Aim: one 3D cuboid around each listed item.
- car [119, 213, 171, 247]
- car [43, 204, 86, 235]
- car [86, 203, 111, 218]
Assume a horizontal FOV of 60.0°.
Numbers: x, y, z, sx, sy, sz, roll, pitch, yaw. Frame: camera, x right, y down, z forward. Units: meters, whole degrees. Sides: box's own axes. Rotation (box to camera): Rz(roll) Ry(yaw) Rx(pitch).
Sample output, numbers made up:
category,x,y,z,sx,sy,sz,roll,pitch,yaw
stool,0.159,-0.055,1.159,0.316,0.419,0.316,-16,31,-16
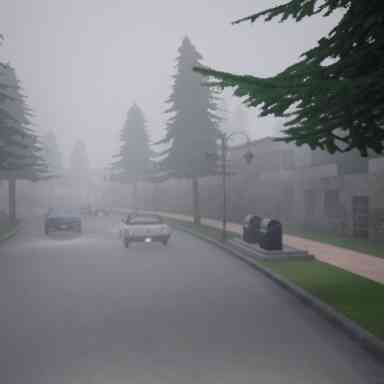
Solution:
category,x,y,z,sx,sy,sz,roll,pitch,yaw
car,-2.344,1.628,15.442,1.895,1.301,4.718,0,0,-15
car,-7.526,1.527,19.420,1.882,1.535,5.008,0,0,-22
car,-9.215,1.671,31.226,1.895,1.301,4.718,0,0,-31
